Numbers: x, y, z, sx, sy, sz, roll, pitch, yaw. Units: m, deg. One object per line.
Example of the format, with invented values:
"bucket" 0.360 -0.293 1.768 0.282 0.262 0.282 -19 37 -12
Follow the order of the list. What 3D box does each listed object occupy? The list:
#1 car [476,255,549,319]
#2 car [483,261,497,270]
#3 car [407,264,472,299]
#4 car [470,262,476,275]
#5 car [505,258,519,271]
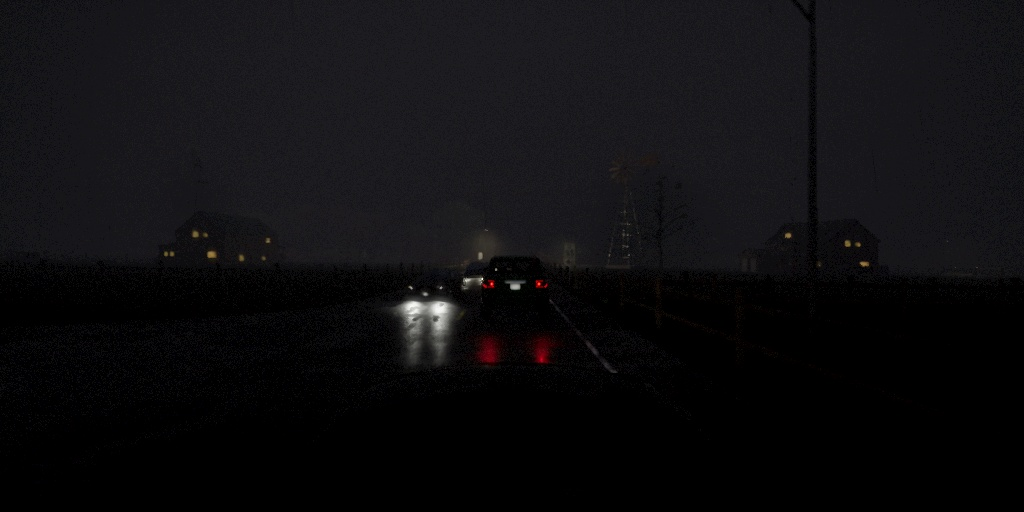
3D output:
"car" 0.099 1.003 13.161 2.150 2.045 5.566 0 0 0
"car" -3.503 1.501 58.315 1.895 1.301 4.718 0 0 0
"car" -3.745 1.344 18.805 2.033 1.411 5.357 0 0 4
"car" -3.592 1.322 36.634 1.882 1.535 5.008 0 0 0
"car" -0.002 1.242 53.845 2.097 1.767 4.553 0 0 0
